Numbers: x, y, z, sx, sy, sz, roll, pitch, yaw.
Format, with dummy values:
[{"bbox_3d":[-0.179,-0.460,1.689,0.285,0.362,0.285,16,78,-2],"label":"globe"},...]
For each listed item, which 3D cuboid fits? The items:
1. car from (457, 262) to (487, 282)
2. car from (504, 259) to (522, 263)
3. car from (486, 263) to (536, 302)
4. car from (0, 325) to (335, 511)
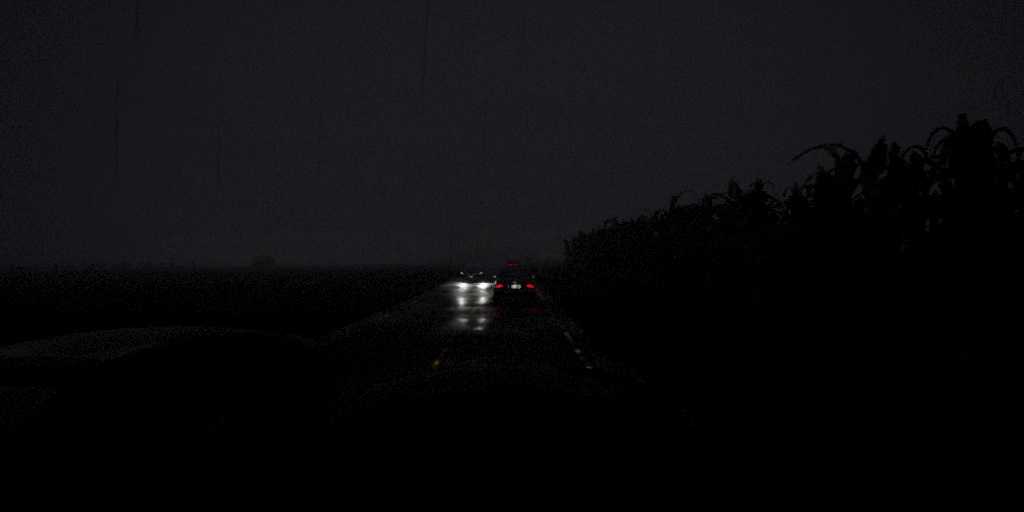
[{"bbox_3d":[-2.848,1.170,27.353,1.812,1.442,4.674,0,0,0],"label":"car"},{"bbox_3d":[0.096,1.097,40.469,1.837,1.490,4.892,0,0,0],"label":"car"},{"bbox_3d":[0.100,1.236,16.665,2.033,1.411,5.357,0,0,0],"label":"car"},{"bbox_3d":[-2.818,1.274,2.114,1.812,1.442,4.674,0,0,0],"label":"car"}]
